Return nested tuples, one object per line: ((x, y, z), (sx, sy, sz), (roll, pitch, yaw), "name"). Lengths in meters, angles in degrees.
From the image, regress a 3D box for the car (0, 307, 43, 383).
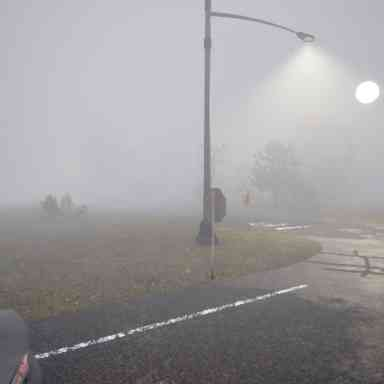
((-3.340, 1.492, 1.492), (4.902, 1.511, 2.128), (0, 0, -36), "car")

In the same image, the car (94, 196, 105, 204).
((-16.495, 1.416, 60.857), (1.812, 1.442, 4.674), (0, 0, -34), "car")

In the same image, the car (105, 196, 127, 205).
((-12.215, 1.430, 54.567), (1.812, 1.442, 4.674), (0, 0, -33), "car")
